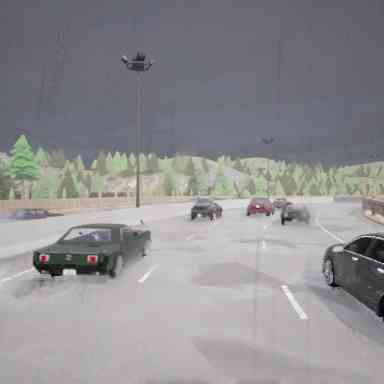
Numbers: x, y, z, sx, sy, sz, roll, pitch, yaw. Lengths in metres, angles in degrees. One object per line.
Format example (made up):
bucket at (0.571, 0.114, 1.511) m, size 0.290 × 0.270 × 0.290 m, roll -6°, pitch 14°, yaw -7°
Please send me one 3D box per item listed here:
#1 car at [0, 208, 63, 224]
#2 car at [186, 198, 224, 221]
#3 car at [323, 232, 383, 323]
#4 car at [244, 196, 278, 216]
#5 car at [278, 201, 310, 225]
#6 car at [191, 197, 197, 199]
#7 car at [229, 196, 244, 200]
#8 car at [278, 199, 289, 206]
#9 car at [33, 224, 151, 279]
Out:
car at (-8.796, 1.572, 17.355) m, size 2.033 × 1.411 × 5.357 m, roll 0°, pitch 0°, yaw 11°
car at (1.322, 1.519, 27.622) m, size 1.837 × 1.490 × 4.892 m, roll -1°, pitch 0°, yaw 18°
car at (4.018, 1.504, 6.301) m, size 1.837 × 1.490 × 4.892 m, roll 0°, pitch 0°, yaw 4°
car at (6.769, 1.352, 32.275) m, size 2.097 × 1.767 × 4.553 m, roll 0°, pitch 0°, yaw 21°
car at (7.561, 1.591, 24.324) m, size 1.895 × 1.301 × 4.718 m, roll 0°, pitch 0°, yaw 17°
car at (0.888, 1.608, 58.488) m, size 2.128 × 1.511 × 4.902 m, roll 0°, pitch 0°, yaw 35°
car at (7.613, 1.425, 55.888) m, size 2.097 × 1.767 × 4.553 m, roll 0°, pitch 0°, yaw 36°
car at (11.414, 1.549, 42.299) m, size 2.033 × 1.411 × 5.357 m, roll 0°, pitch 0°, yaw 31°
car at (-2.628, 1.608, 10.096) m, size 1.895 × 1.301 × 4.718 m, roll 0°, pitch 0°, yaw 7°
